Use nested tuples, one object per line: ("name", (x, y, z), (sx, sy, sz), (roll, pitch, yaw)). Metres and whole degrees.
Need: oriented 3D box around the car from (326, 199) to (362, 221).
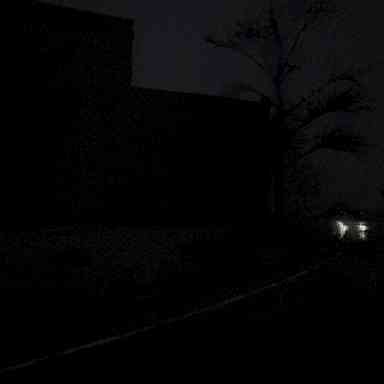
("car", (14.027, 1.734, 30.840), (1.882, 1.535, 5.008), (1, 0, 6))
